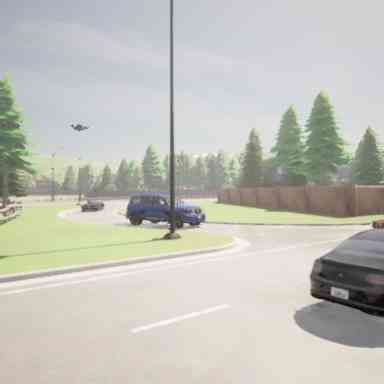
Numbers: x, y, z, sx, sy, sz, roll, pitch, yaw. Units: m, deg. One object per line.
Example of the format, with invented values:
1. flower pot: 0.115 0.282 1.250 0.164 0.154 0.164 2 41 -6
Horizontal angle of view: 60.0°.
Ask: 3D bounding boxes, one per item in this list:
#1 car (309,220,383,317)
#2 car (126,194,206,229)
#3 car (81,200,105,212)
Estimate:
1. car: 4.301 1.483 6.818 4.674 1.442 1.812 -1 0 -36
2. car: -1.796 1.160 21.349 5.566 2.045 2.150 0 0 35
3. car: -10.999 1.527 37.158 1.895 1.301 4.718 0 0 -5
